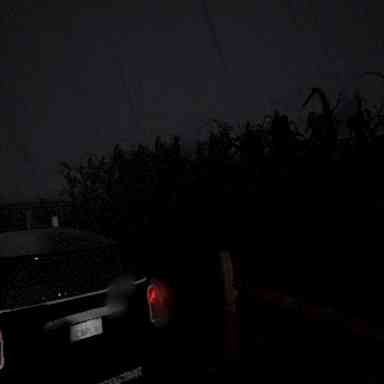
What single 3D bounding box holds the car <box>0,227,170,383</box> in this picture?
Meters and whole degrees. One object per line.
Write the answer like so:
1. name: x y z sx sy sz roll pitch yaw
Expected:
1. car: -2.263 1.298 4.792 2.097 1.767 4.553 -2 2 -37
